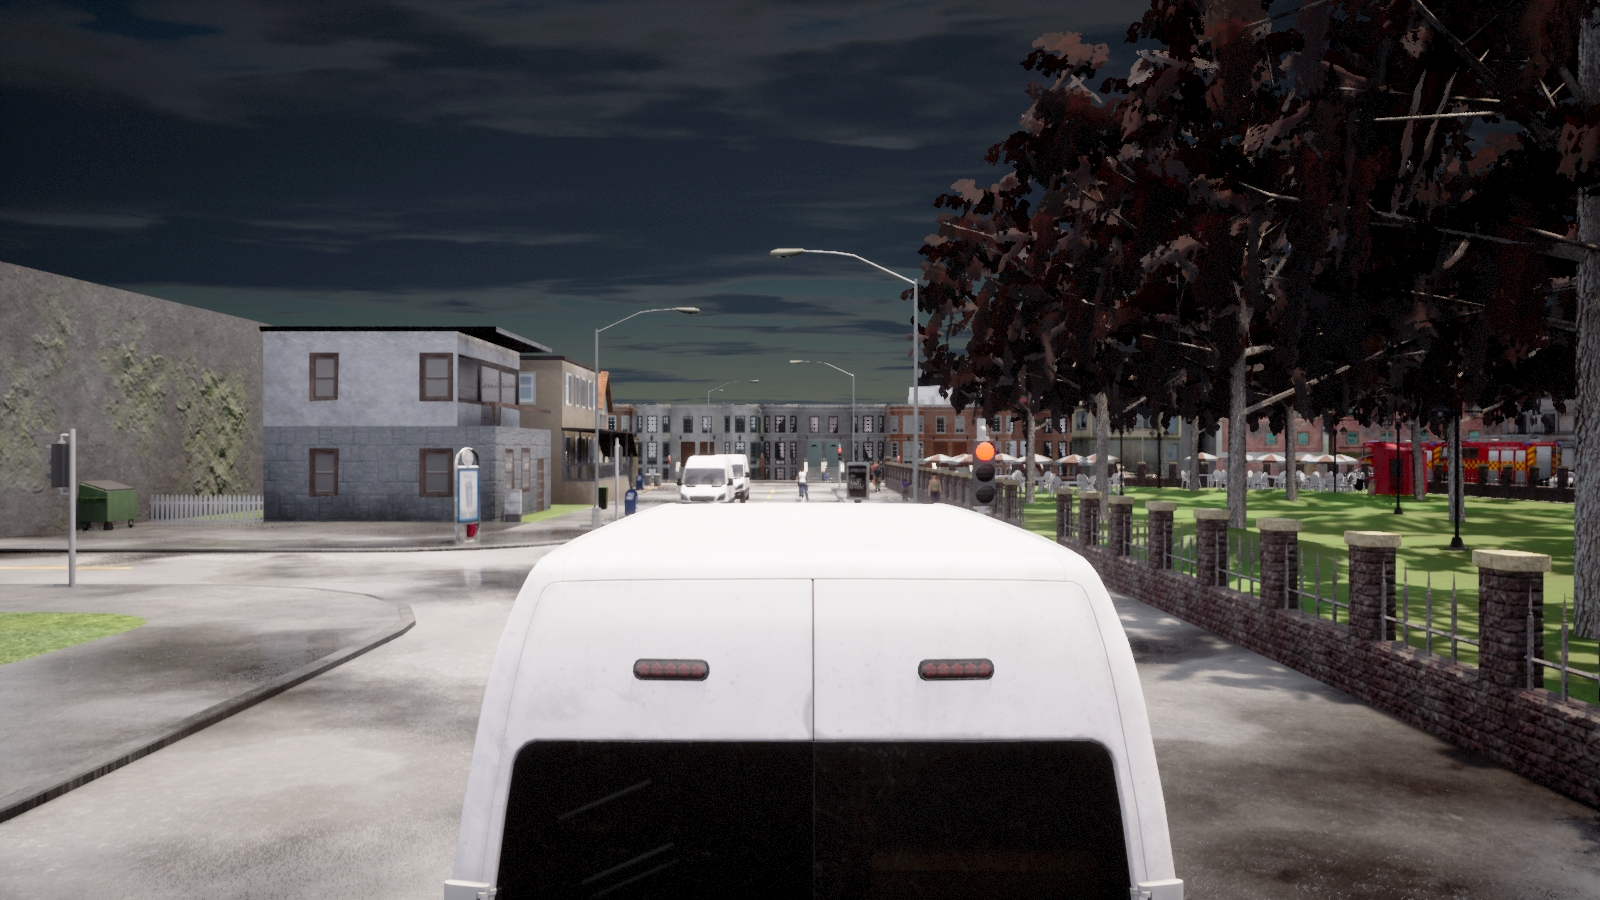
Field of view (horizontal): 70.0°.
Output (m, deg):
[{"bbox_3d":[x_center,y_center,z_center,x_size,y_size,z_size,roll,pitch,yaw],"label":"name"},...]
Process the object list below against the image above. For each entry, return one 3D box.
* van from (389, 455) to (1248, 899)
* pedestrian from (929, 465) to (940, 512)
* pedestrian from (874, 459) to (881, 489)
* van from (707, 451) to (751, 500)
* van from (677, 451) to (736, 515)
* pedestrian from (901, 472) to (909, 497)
[{"bbox_3d":[0.036,1.314,5.605,1.988,2.561,5.915,0,0,0],"label":"van"},{"bbox_3d":[5.372,1.524,45.661,0.375,1.860,0.375,0,0,-5],"label":"pedestrian"},{"bbox_3d":[4.947,1.515,72.616,0.375,1.860,0.375,0,0,-11],"label":"pedestrian"},{"bbox_3d":[-3.827,1.314,62.202,1.988,2.561,5.915,0,0,0],"label":"van"},{"bbox_3d":[-3.883,1.315,48.472,1.988,2.561,5.915,0,0,0],"label":"van"},{"bbox_3d":[5.498,1.804,59.685,0.375,1.300,0.375,0,0,0],"label":"pedestrian"}]
